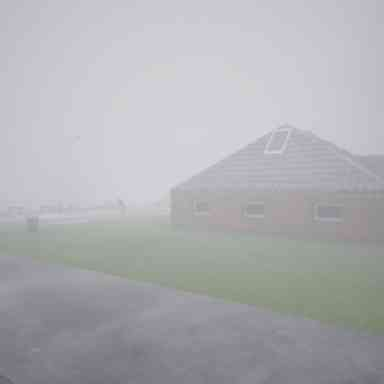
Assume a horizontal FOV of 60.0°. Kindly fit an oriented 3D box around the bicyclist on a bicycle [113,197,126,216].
[{"bbox_3d":[-6.248,1.289,28.752,1.656,1.620,0.582,0,0,35],"label":"bicyclist on a bicycle"}]

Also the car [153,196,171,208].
[{"bbox_3d":[-3.477,1.421,47.151,1.837,1.490,4.892,0,0,36],"label":"car"}]
